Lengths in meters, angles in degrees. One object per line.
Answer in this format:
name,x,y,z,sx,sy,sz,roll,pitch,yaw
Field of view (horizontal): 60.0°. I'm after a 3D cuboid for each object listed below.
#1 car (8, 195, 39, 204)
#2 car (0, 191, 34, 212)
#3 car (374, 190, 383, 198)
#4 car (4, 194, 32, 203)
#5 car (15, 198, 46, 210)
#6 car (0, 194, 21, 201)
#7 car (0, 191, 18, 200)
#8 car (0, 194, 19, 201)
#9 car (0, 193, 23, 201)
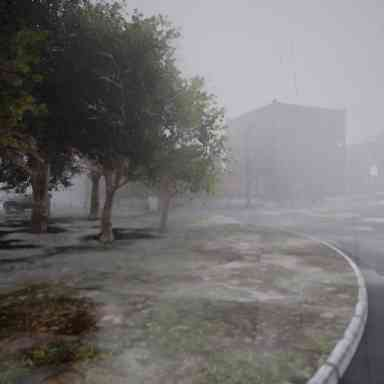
car,-31.292,1.396,61.864,4.792,1.488,2.163,0,0,-38
car,-20.040,1.235,39.265,5.566,2.045,2.150,0,0,39
car,29.286,0.117,49.393,5.366,1.575,1.946,-4,2,-27
car,-34.590,1.202,66.183,4.553,1.767,2.185,0,0,-38
car,-21.615,1.550,44.463,5.357,1.411,2.033,0,0,44
car,-41.545,1.200,75.025,5.008,1.535,2.097,0,1,-38
car,-44.860,0.879,79.324,5.566,2.045,2.435,0,1,-38
car,-43.170,1.167,77.124,4.892,1.521,2.231,0,1,-38
car,-39.727,1.111,72.758,4.553,1.767,2.185,0,1,-38
